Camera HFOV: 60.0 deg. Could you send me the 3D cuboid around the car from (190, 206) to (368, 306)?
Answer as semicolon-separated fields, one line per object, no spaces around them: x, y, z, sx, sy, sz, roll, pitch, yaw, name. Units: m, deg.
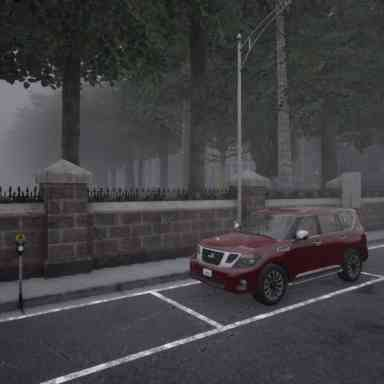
2.359;1.314;8.215;5.009;1.841;2.192;0;0;-35;car
